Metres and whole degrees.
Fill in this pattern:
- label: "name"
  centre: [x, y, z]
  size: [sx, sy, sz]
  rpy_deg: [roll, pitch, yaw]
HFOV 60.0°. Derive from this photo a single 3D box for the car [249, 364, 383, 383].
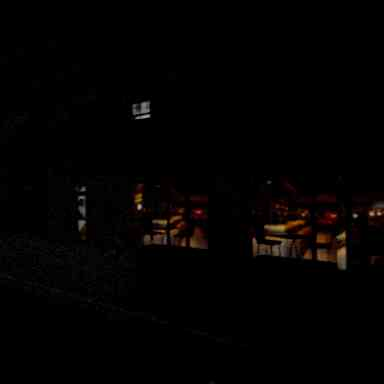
- label: "car"
  centre: [2.052, 1.549, 1.268]
  size: [4.403, 1.369, 2.008]
  rpy_deg: [0, -1, 36]
